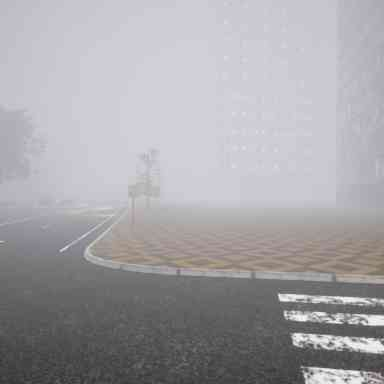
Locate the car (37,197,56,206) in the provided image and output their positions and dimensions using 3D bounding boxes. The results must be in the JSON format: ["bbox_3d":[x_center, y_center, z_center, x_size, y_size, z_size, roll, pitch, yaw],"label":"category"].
[{"bbox_3d":[-22.187,1.421,50.983,1.994,1.385,4.181,0,0,-10],"label":"car"}]

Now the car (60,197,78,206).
[{"bbox_3d":[-18.987,1.447,51.555,1.994,1.385,4.181,0,0,-10],"label":"car"}]
